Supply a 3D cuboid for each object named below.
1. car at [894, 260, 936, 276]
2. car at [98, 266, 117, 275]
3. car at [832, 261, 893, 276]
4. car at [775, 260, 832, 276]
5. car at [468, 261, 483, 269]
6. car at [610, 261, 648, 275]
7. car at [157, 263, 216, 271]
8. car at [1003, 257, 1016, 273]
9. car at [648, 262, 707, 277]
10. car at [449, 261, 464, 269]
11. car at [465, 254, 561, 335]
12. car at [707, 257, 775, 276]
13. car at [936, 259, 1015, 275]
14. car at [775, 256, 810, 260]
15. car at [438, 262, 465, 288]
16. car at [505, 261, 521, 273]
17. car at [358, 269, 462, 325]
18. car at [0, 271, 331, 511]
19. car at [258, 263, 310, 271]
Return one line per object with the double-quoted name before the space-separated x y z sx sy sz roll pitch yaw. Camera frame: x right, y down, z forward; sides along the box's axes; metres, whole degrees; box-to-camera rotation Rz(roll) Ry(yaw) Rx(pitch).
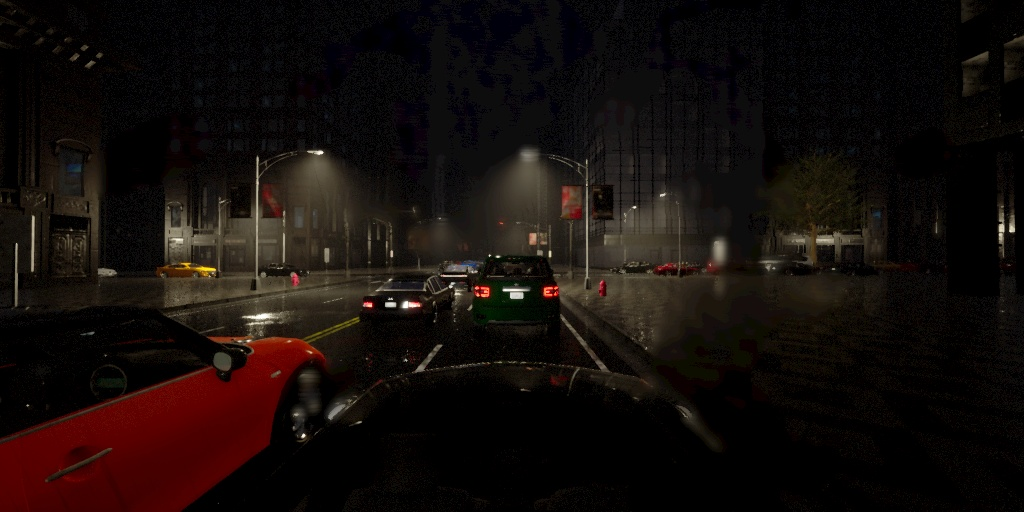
"car" 42.563 1.178 36.369 5.008 1.535 1.882 0 -1 0
"car" -42.078 1.543 35.491 4.674 1.442 1.812 0 -1 0
"car" 32.276 1.259 33.594 4.313 1.339 1.948 0 0 -1
"car" 26.639 1.275 33.515 4.313 1.339 1.948 0 0 -1
"car" -6.465 1.599 64.056 2.033 1.411 5.357 0 0 1
"car" 13.227 1.325 39.103 4.892 1.490 1.837 0 -1 -1
"car" -32.079 1.448 35.465 5.008 1.535 1.882 0 -1 0
"car" 49.191 0.971 33.832 5.009 1.841 2.192 0 0 -1
"car" 15.363 1.327 33.357 4.207 1.307 1.802 0 0 -1
"car" -9.725 1.571 63.200 1.812 1.442 4.674 0 0 1
"car" 0.113 0.979 10.654 2.150 2.045 5.566 0 0 0
"car" 21.001 1.040 33.436 5.009 1.841 2.192 0 0 -1
"car" 43.552 1.212 33.753 4.507 1.381 1.888 0 0 -1
"car" 29.849 0.992 39.346 5.566 2.045 2.150 0 -1 -1
"car" -3.126 1.280 21.474 2.128 1.511 4.902 0 0 0
"car" 0.076 1.426 49.300 1.882 1.535 5.008 -1 0 -2
"car" -3.122 1.307 11.737 2.033 1.411 5.357 0 0 0
"car" -3.147 1.102 2.326 2.097 1.767 4.553 0 0 0
"car" -22.563 1.432 35.440 4.892 1.490 1.837 0 -1 0
